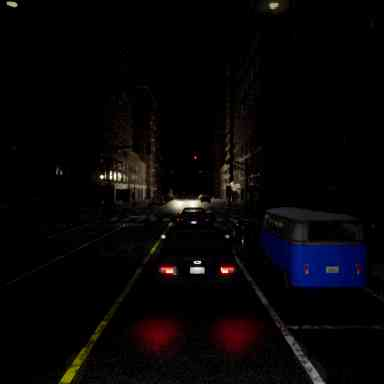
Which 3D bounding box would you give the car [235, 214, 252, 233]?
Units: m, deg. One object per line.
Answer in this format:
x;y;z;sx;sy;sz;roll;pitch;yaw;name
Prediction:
2.848;1.562;14.272;1.947;1.339;4.313;0;0;0;car

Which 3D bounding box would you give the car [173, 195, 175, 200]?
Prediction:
-5.715;1.516;79.510;2.008;1.369;4.403;0;0;0;car

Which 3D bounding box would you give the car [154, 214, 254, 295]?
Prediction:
0.096;1.546;8.881;2.033;1.411;5.357;0;0;0;car

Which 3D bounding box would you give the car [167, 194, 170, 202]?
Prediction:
-5.706;1.509;63.157;1.887;1.381;4.507;0;0;0;car

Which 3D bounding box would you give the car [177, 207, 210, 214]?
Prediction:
0.090;1.557;19.200;1.994;1.385;4.181;0;0;0;car

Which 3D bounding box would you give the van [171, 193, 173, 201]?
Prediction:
-5.712;1.305;74.059;1.690;1.788;3.998;0;0;0;van

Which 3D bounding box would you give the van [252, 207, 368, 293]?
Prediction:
2.850;1.339;8.612;1.690;1.788;3.998;0;0;0;van

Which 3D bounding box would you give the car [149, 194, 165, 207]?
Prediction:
-5.699;1.494;52.086;1.752;1.417;4.829;0;0;0;car

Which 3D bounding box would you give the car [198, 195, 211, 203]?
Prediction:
2.816;1.404;68.649;1.967;1.590;4.097;0;0;0;car

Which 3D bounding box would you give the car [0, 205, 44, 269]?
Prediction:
-5.674;1.313;8.567;2.192;1.841;5.009;0;0;0;car

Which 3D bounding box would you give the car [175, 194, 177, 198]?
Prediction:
-5.719;1.282;84.961;2.192;1.841;5.009;0;0;0;car

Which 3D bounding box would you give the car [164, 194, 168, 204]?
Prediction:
-5.702;1.517;57.706;2.008;1.369;4.403;0;0;0;car

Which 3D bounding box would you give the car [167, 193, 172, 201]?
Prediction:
-5.709;1.509;68.608;1.887;1.381;4.507;0;0;0;car
